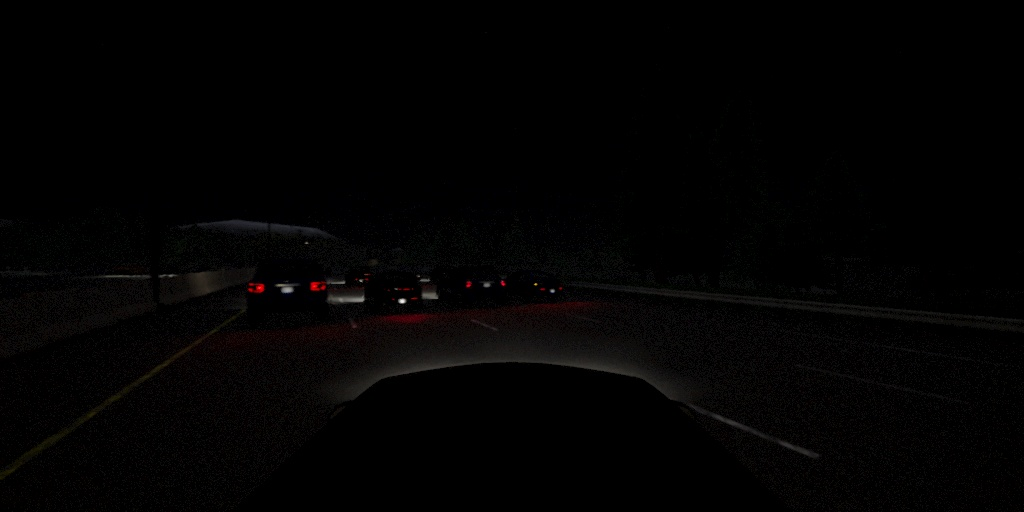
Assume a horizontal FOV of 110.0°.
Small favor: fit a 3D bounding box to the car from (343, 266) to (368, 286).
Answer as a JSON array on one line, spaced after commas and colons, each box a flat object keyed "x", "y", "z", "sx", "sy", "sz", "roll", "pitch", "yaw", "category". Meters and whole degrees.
[{"x": -12.195, "y": 1.542, "z": 28.550, "sx": 1.837, "sy": 1.490, "sz": 4.892, "roll": 0, "pitch": 0, "yaw": -28, "category": "car"}]

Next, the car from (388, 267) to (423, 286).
[{"x": -8.986, "y": 1.654, "z": 29.962, "sx": 1.895, "sy": 1.301, "sz": 4.718, "roll": 0, "pitch": -1, "yaw": -28, "category": "car"}]

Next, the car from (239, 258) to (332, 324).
[{"x": -7.812, "y": 1.092, "z": 12.853, "sx": 2.150, "sy": 2.045, "sz": 5.566, "roll": 0, "pitch": 0, "yaw": -28, "category": "car"}]

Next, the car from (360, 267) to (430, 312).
[{"x": -5.146, "y": 1.403, "z": 15.311, "sx": 1.837, "sy": 1.490, "sz": 4.892, "roll": 0, "pitch": 0, "yaw": -28, "category": "car"}]

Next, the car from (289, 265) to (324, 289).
[{"x": -15.279, "y": 1.508, "z": 26.895, "sx": 2.128, "sy": 1.511, "sz": 4.902, "roll": 0, "pitch": -1, "yaw": -28, "category": "car"}]

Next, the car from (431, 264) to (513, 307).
[{"x": -2.034, "y": 1.266, "z": 16.916, "sx": 2.097, "sy": 1.767, "sz": 4.553, "roll": 0, "pitch": -1, "yaw": -28, "category": "car"}]

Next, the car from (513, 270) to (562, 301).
[{"x": 0.843, "y": 1.465, "z": 18.962, "sx": 1.812, "sy": 1.442, "sz": 4.674, "roll": 0, "pitch": 0, "yaw": -28, "category": "car"}]
